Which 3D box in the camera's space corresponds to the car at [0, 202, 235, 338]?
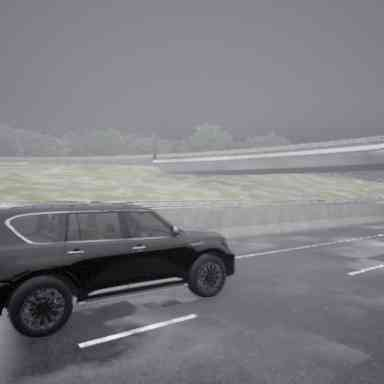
[{"bbox_3d":[-1.652,1.222,6.867,5.566,2.045,2.150,0,0,-35],"label":"car"}]
